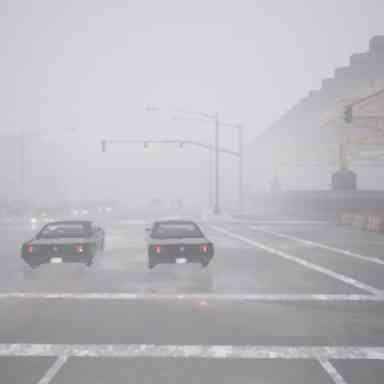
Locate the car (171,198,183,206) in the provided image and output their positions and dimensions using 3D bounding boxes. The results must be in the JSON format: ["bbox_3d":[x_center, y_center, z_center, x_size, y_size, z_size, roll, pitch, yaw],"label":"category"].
[{"bbox_3d":[-2.628,1.726,58.141,1.994,1.385,4.181,0,0,1],"label":"car"}]

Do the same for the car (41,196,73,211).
[{"bbox_3d":[-17.121,1.471,42.542,2.097,1.767,4.553,0,0,2],"label":"car"}]

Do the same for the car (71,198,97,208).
[{"bbox_3d":[-16.828,1.693,52.121,2.033,1.411,5.357,0,0,2],"label":"car"}]

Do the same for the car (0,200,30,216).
[{"bbox_3d":[-17.363,1.585,33.342,2.128,1.511,4.902,0,0,2],"label":"car"}]

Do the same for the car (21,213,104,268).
[{"bbox_3d":[-4.154,1.633,11.516,1.895,1.301,4.718,0,0,-9],"label":"car"}]

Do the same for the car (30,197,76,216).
[{"bbox_3d":[-13.857,1.572,33.543,1.882,1.535,5.008,0,0,2],"label":"car"}]

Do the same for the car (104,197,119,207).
[{"bbox_3d":[-13.278,1.750,53.669,1.895,1.301,4.718,0,0,2],"label":"car"}]

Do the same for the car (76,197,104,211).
[{"bbox_3d":[-13.597,1.669,43.366,2.033,1.411,5.357,0,0,2],"label":"car"}]

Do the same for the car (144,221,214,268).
[{"bbox_3d":[-0.654,1.633,11.488,1.895,1.301,4.718,0,0,-9],"label":"car"}]

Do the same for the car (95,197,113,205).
[{"bbox_3d":[-16.519,1.652,62.570,1.882,1.535,5.008,0,0,1],"label":"car"}]

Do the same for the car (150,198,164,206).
[{"bbox_3d":[-6.127,1.726,58.230,1.994,1.385,4.181,0,0,1],"label":"car"}]
